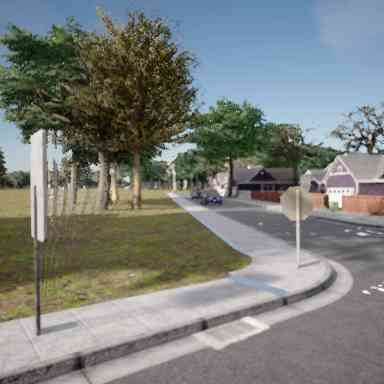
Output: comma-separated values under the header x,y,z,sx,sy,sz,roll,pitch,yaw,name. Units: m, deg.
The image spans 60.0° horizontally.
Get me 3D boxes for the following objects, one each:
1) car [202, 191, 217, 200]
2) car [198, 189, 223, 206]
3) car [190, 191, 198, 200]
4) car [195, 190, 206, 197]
x,y,z,sx,sy,sz,roll,pitch,yaw,name
3.277,0.555,63.072,2.128,1.511,4.902,-1,1,-6,car
2.460,0.651,42.673,2.150,2.045,5.566,-1,1,-6,car
0.768,0.666,59.807,1.882,1.535,5.008,-1,1,-6,car
1.948,0.350,75.014,1.837,1.490,4.892,-1,1,-6,car
